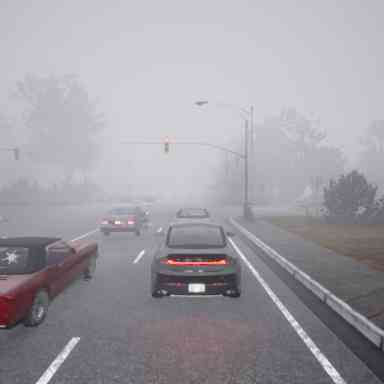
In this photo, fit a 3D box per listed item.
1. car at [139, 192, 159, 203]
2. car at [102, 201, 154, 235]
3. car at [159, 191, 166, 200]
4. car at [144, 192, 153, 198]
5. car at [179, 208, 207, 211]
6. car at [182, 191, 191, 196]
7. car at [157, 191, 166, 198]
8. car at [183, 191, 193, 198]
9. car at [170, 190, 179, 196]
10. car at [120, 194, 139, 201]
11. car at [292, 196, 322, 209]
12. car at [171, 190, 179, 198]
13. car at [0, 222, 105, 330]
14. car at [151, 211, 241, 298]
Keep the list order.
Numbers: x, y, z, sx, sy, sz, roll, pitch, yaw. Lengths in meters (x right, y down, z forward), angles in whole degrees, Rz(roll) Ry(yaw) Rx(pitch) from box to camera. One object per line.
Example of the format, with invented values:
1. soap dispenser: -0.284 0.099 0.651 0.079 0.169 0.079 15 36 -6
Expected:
1. car: -7.231 1.122 56.529 1.994 1.385 4.181 0 1 0
2. car: -3.462 1.437 17.835 2.033 1.411 5.357 0 0 -1
3. car: -7.263 0.928 71.436 2.128 1.511 4.902 0 1 -1
4. car: -11.329 0.734 86.465 1.994 1.385 4.181 0 1 -3
5. car: 0.064 1.491 17.741 1.895 1.301 4.718 0 0 0
6. car: -1.506 0.434 95.224 2.033 1.411 5.357 0 1 -7
7. car: -7.846 0.531 86.847 2.097 1.767 4.553 0 1 -3
8. car: -0.745 0.756 85.347 1.994 1.385 4.181 0 1 -4
9. car: -4.986 0.253 94.853 2.097 1.767 4.553 0 1 -7
10. car: -10.728 1.165 56.003 1.895 1.301 4.718 0 0 0
11. car: 14.135 1.205 38.513 4.902 1.511 2.128 0 0 -3
12. car: -4.217 0.736 84.807 2.128 1.511 4.902 0 1 -4
13. car: -3.417 1.577 6.862 1.895 1.301 4.718 0 0 0
14. car: 0.080 1.470 8.429 1.837 1.490 4.892 0 0 0
